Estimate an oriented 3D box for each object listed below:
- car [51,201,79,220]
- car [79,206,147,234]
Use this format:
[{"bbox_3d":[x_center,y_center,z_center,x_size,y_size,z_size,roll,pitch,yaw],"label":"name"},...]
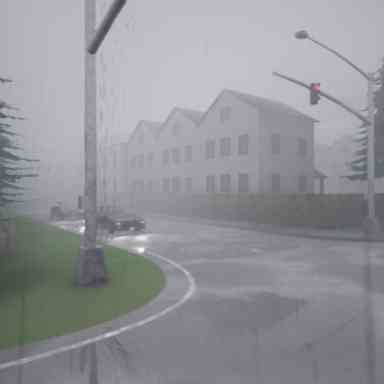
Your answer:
[{"bbox_3d":[-10.548,1.509,27.948,1.812,1.442,4.674,0,0,-35],"label":"car"},{"bbox_3d":[-4.629,1.526,19.502,2.033,1.411,5.357,0,0,-35],"label":"car"}]
